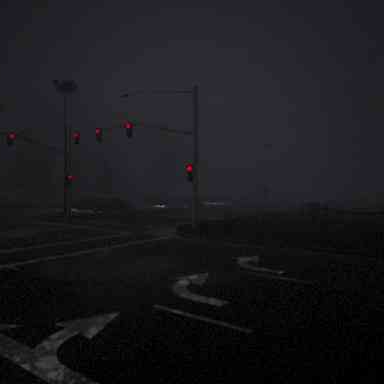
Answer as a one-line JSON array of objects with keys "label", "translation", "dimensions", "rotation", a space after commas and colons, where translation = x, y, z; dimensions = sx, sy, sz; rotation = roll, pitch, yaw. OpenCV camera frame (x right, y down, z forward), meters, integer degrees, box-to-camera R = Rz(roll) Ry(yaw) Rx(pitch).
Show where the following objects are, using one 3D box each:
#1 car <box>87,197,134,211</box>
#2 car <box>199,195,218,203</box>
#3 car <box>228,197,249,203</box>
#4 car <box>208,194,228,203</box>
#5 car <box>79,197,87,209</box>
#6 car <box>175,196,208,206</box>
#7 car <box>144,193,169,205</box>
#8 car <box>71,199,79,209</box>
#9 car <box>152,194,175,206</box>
[{"label": "car", "translation": [-9.405, 1.507, 39.800], "dimensions": [2.033, 1.411, 5.357], "rotation": [0, 0, 35]}, {"label": "car", "translation": [3.513, 1.470, 70.347], "dimensions": [1.812, 1.442, 4.674], "rotation": [0, 0, 35]}, {"label": "car", "translation": [9.682, 1.573, 66.956], "dimensions": [1.895, 1.301, 4.718], "rotation": [0, 0, 36]}, {"label": "car", "translation": [5.898, 1.314, 67.678], "dimensions": [2.097, 1.767, 4.553], "rotation": [0, 0, 36]}, {"label": "car", "translation": [-11.491, 1.446, 42.923], "dimensions": [2.128, 1.511, 4.902], "rotation": [0, 0, 35]}, {"label": "car", "translation": [-0.028, 1.450, 53.241], "dimensions": [2.128, 1.511, 4.902], "rotation": [0, 0, 35]}, {"label": "car", "translation": [-5.798, 1.168, 57.227], "dimensions": [2.150, 2.045, 5.566], "rotation": [0, 0, 33]}, {"label": "car", "translation": [-14.481, 1.476, 44.767], "dimensions": [1.812, 1.442, 4.674], "rotation": [0, 0, 34]}, {"label": "car", "translation": [-3.546, 1.501, 54.322], "dimensions": [2.033, 1.411, 5.357], "rotation": [0, 0, 35]}]
